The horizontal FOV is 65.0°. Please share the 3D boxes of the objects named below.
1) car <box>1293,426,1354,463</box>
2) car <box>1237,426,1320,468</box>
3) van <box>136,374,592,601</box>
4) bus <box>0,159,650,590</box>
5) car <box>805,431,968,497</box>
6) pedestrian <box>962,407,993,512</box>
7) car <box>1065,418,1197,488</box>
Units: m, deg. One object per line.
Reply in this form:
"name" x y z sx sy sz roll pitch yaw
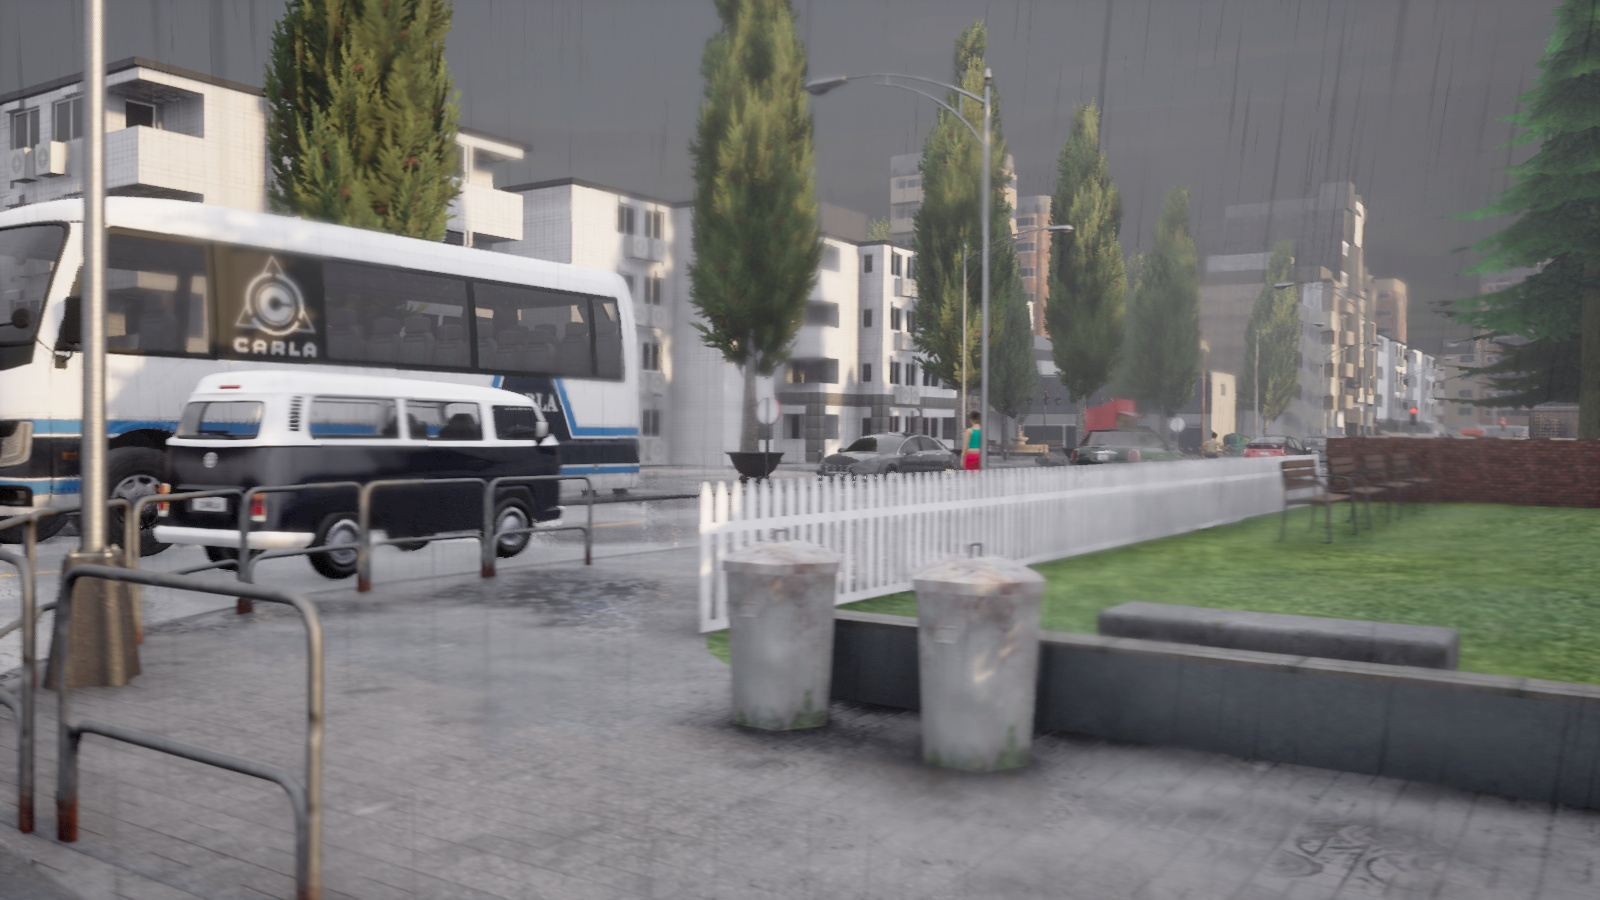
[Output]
"car" 23.030 -0.252 55.173 1.789 1.549 3.705 0 1 34
"car" 18.377 -0.146 48.156 2.007 1.525 4.514 0 1 34
"van" -4.487 0.308 13.716 2.069 2.038 4.480 0 1 28
"bus" -6.963 -0.819 17.359 3.944 4.253 10.273 0 1 34
"car" 2.248 0.290 31.188 1.837 1.490 4.892 0 1 34
"pedestrian" 3.149 0.159 22.333 0.345 1.836 0.594 -1 1 -13
"car" 9.079 0.041 34.217 2.097 1.767 4.553 0 1 34
